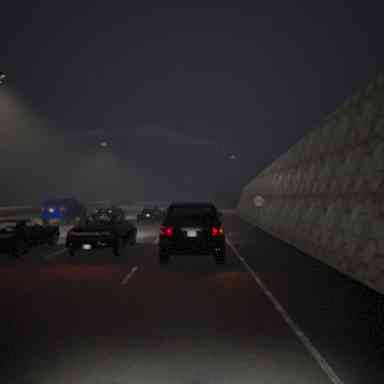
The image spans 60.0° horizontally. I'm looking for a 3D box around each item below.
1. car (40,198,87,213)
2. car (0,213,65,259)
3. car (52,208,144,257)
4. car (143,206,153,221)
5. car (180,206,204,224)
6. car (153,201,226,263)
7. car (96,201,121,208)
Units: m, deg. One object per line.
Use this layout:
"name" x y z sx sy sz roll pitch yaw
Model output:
"car" -10.490 1.495 27.554 2.150 2.045 5.566 0 0 0
"car" -6.985 1.732 13.238 1.895 1.301 4.718 0 -1 0
"car" -3.482 1.626 13.487 2.128 1.511 4.902 0 0 0
"car" -3.479 1.842 28.307 1.994 1.385 4.181 0 0 0
"car" 0.018 1.877 28.234 1.895 1.301 4.718 0 -1 0
"car" 0.008 1.349 12.572 2.150 2.045 5.566 0 0 0
"car" -6.978 1.772 28.493 2.128 1.511 4.902 0 0 1
